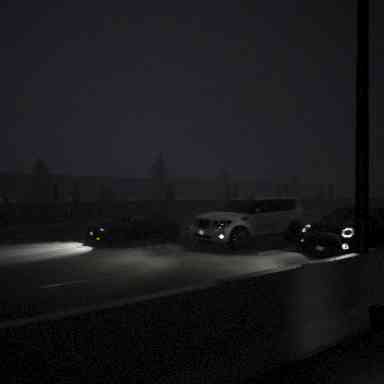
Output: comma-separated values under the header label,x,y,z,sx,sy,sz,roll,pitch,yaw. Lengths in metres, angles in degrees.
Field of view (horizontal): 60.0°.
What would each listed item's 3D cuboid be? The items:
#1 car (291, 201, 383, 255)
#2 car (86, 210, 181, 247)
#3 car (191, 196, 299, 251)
label,x,y,z,sx,sy,sz,roll,pitch,yaw
car,6.189,1.330,12.631,4.553,1.767,2.097,0,0,-35
car,-2.562,1.542,15.030,4.181,1.385,1.994,0,0,-35
car,2.616,1.198,14.411,5.566,2.045,2.150,0,0,-35
